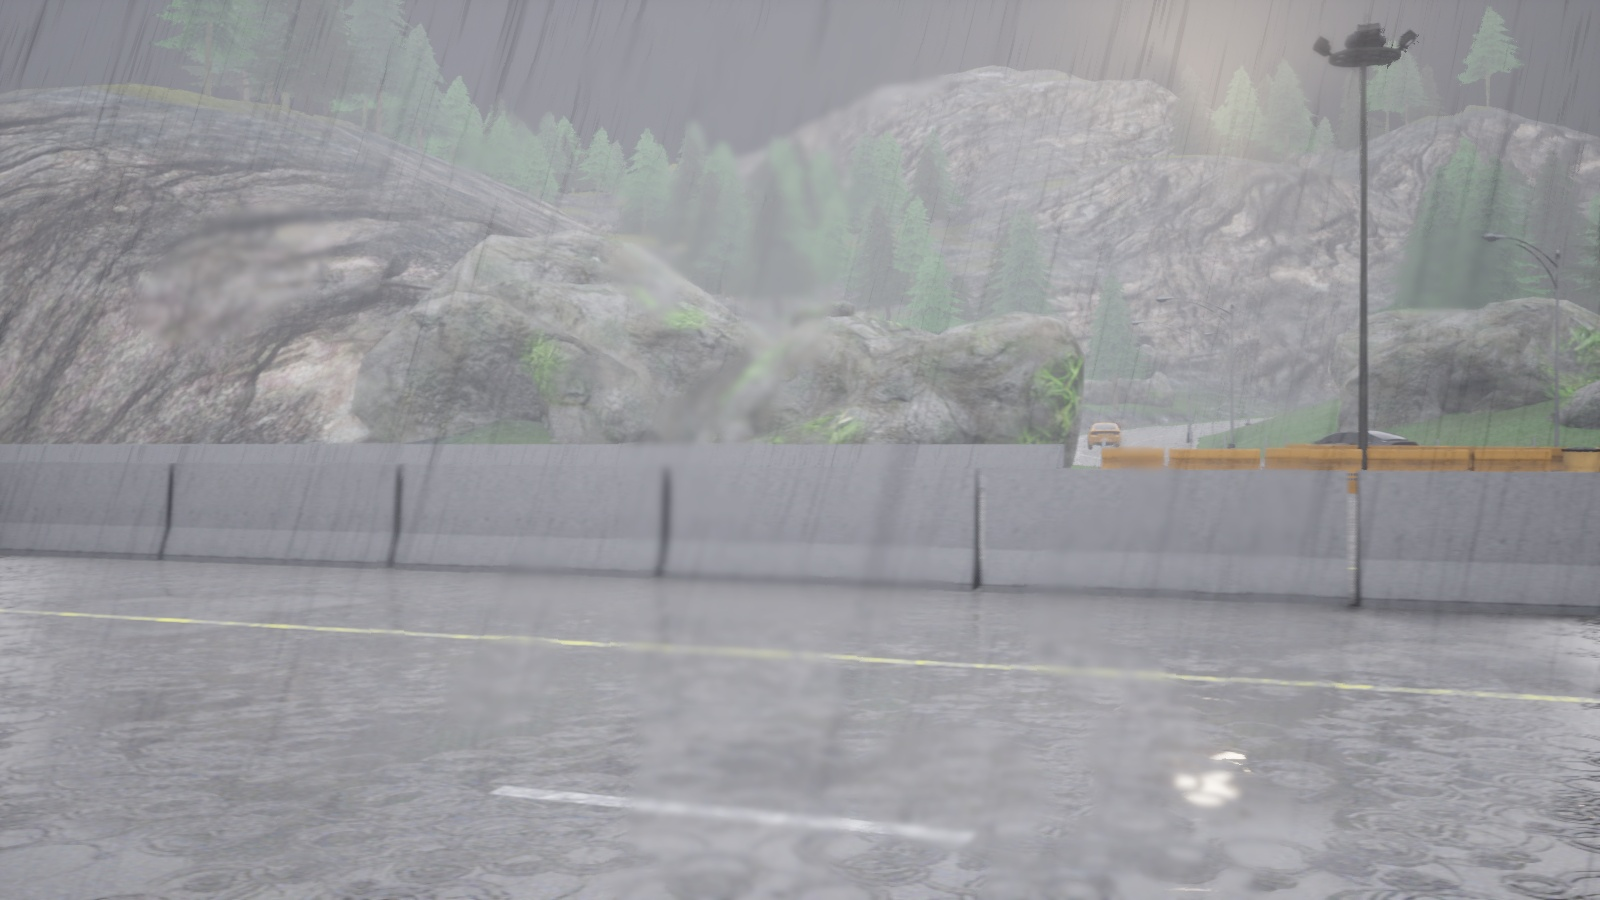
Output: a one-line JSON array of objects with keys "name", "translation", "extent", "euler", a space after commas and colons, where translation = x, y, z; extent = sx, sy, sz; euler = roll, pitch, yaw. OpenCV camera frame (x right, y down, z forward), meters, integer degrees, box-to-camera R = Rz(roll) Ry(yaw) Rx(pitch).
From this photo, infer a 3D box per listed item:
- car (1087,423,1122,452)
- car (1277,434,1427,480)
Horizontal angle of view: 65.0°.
[{"name": "car", "translation": [17.767, -0.737, 73.460], "extent": [1.882, 1.535, 5.008], "euler": [0, 2, 13]}, {"name": "car", "translation": [19.093, 0.199, 43.702], "extent": [1.837, 1.490, 4.892], "euler": [0, 1, -21]}]
